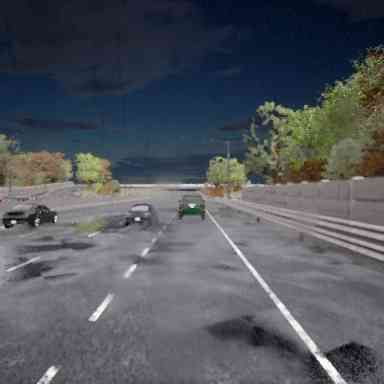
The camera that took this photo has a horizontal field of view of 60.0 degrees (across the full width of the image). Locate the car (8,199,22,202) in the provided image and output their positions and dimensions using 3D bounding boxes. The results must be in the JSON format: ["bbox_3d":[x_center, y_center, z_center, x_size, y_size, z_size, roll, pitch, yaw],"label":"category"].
[{"bbox_3d":[-24.555,1.634,45.771,1.994,1.385,4.181,0,0,1],"label":"car"}]

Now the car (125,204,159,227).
[{"bbox_3d":[-3.402,1.544,23.108,1.812,1.442,4.674,0,0,0],"label":"car"}]

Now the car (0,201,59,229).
[{"bbox_3d":[-10.399,1.521,21.822,1.837,1.490,4.892,0,0,0],"label":"car"}]

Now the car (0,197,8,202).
[{"bbox_3d":[-21.081,1.257,32.957,2.150,2.045,5.566,0,0,0],"label":"car"}]

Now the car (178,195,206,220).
[{"bbox_3d":[0.000,1.249,28.872,2.150,2.045,5.566,0,0,0],"label":"car"}]

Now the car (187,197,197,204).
[{"bbox_3d":[0.068,1.729,67.511,1.895,1.301,4.718,0,0,2],"label":"car"}]
